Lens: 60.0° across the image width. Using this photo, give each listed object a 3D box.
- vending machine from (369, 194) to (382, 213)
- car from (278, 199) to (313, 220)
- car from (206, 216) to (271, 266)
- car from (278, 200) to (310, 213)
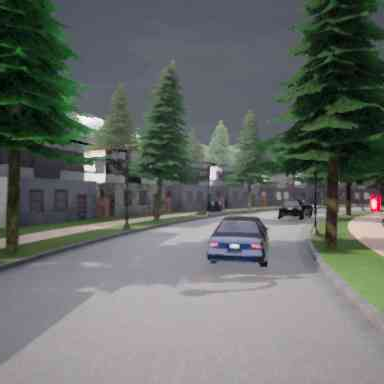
[{"bbox_3d":[21.046,1.321,38.203,0.880,2.100,1.100,0,0,-43],"label":"vending machine"},{"bbox_3d":[9.242,1.415,29.394,2.097,1.767,4.553,0,0,31],"label":"car"},{"bbox_3d":[1.746,1.563,11.719,2.033,1.411,5.357,0,0,13],"label":"car"},{"bbox_3d":[12.214,1.684,39.546,1.895,1.301,4.718,0,0,42],"label":"car"}]
